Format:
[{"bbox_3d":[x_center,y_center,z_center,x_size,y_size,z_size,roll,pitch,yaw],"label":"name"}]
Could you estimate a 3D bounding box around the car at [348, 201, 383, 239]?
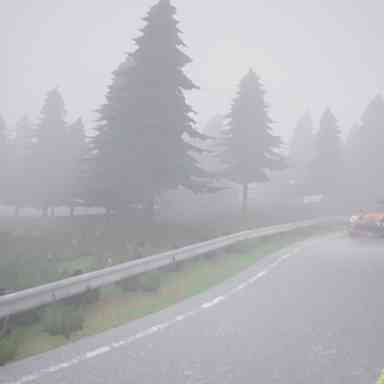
[{"bbox_3d":[9.104,1.214,15.599,4.553,1.767,2.097,0,1,-44],"label":"car"}]
